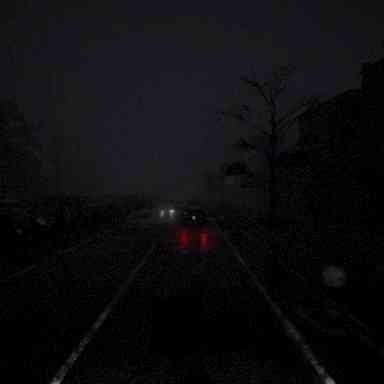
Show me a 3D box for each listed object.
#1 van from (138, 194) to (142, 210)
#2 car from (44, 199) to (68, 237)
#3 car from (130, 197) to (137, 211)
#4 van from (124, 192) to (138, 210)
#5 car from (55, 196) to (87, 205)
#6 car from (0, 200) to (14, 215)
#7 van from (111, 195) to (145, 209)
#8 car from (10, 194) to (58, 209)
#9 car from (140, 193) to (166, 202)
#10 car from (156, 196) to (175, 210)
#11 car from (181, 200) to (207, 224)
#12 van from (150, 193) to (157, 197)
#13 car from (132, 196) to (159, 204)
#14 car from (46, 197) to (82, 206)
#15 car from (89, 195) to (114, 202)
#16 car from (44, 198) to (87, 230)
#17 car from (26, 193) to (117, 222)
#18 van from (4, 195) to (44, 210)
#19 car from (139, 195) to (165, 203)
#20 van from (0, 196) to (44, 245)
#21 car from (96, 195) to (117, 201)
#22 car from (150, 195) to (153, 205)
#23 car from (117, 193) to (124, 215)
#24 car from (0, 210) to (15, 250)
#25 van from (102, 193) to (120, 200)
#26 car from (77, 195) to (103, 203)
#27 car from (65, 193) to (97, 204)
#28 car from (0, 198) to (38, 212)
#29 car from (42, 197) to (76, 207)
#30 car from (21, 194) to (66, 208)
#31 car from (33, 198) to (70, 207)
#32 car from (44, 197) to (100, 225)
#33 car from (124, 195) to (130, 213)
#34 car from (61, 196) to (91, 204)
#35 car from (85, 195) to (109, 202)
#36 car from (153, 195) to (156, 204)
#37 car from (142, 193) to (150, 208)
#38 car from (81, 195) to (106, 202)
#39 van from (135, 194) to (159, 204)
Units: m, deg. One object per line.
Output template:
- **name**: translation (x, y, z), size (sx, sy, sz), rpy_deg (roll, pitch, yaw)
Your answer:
- **van**: translation (-8.997, 1.356, 41.586), size (4.442, 1.987, 1.878), rpy_deg (0, 0, 0)
- **car**: translation (-8.913, 1.389, 16.356), size (4.553, 1.767, 2.185), rpy_deg (0, 0, 0)
- **car**: translation (-8.875, 1.568, 35.978), size (4.892, 1.521, 2.231), rpy_deg (0, 0, 0)
- **van**: translation (-8.998, 1.349, 38.783), size (4.442, 1.987, 1.878), rpy_deg (0, 0, 0)
- **car**: translation (-21.954, 1.579, 60.485), size (5.008, 1.535, 2.097), rpy_deg (0, 0, 0)
- **car**: translation (-21.932, 1.596, 35.499), size (4.792, 1.488, 2.163), rpy_deg (0, 0, 0)
- **van**: translation (-8.997, 1.371, 47.190), size (4.442, 1.987, 1.878), rpy_deg (0, 0, 0)
- **car**: translation (-21.989, 1.344, 46.602), size (5.566, 2.045, 2.435), rpy_deg (0, 0, 0)
- **car**: translation (-8.851, 1.253, 75.233), size (5.566, 2.045, 2.435), rpy_deg (0, 0, 0)
- **car**: translation (-3.271, 1.635, 45.192), size (2.033, 1.411, 5.357), rpy_deg (0, 0, 0)
- **car**: translation (0.137, 1.588, 25.302), size (1.812, 1.442, 4.674), rpy_deg (0, 0, 0)
- **van**: translation (-8.996, 1.360, 58.411), size (4.442, 1.987, 1.878), rpy_deg (0, 0, 0)
- **car**: translation (-8.874, 1.563, 64.021), size (5.008, 1.535, 2.097), rpy_deg (0, 0, 0)
- **car**: translation (-22.144, 1.586, 57.708), size (5.366, 1.575, 1.946), rpy_deg (0, 0, 0)
- **car**: translation (-21.773, 1.478, 79.915), size (5.366, 1.575, 1.946), rpy_deg (0, 0, 0)
- **car**: translation (-8.851, 1.397, 19.159), size (4.553, 1.767, 2.185), rpy_deg (0, 0, 0)
- **car**: translation (-8.853, 1.286, 24.766), size (5.566, 2.045, 2.435), rpy_deg (0, 0, 0)
- **van**: translation (-22.077, 1.363, 43.825), size (4.442, 1.987, 1.878), rpy_deg (0, 0, 0)
- **car**: translation (-8.694, 1.516, 72.430), size (5.366, 1.575, 1.946), rpy_deg (0, 0, 0)
- **van**: translation (-8.766, 1.282, 13.553), size (4.442, 1.987, 1.878), rpy_deg (0, 0, 0)
- **car**: translation (-21.929, 1.482, 85.467), size (4.792, 1.488, 2.163), rpy_deg (0, 0, 0)
- **car**: translation (-8.887, 1.599, 49.998), size (4.892, 1.521, 2.231), rpy_deg (0, 0, 0)
- **car**: translation (-8.853, 1.293, 27.569), size (5.566, 2.045, 2.435), rpy_deg (0, 0, 0)
- **car**: translation (-8.877, 1.500, 10.749), size (5.008, 1.535, 2.097), rpy_deg (0, 0, 0)
- **van**: translation (-22.074, 1.198, 91.016), size (4.442, 1.987, 1.878), rpy_deg (0, 0, 0)
- **car**: translation (-21.964, 1.524, 71.589), size (5.008, 1.535, 2.097), rpy_deg (0, 0, 0)
- **car**: translation (-21.930, 1.302, 66.036), size (5.566, 2.045, 2.435), rpy_deg (0, 0, 0)
- **car**: translation (-22.147, 1.578, 41.050), size (5.366, 1.575, 1.946), rpy_deg (0, 0, 0)
- **car**: translation (-21.930, 1.628, 54.936), size (4.792, 1.488, 2.163), rpy_deg (0, 0, 0)
- **car**: translation (-21.932, 1.347, 49.378), size (5.566, 2.045, 2.435), rpy_deg (0, 0, 0)
- **car**: translation (-21.989, 1.628, 52.153), size (4.792, 1.488, 2.163), rpy_deg (0, 0, 0)
- **car**: translation (-8.851, 1.404, 21.963), size (4.553, 1.767, 2.185), rpy_deg (0, 0, 0)
- **car**: translation (-8.912, 1.434, 33.176), size (4.553, 1.767, 2.185), rpy_deg (0, 0, 0)
- **car**: translation (-21.953, 1.568, 63.263), size (4.892, 1.521, 2.231), rpy_deg (0, 0, 0)
- **car**: translation (-21.988, 1.525, 77.140), size (4.792, 1.488, 2.163), rpy_deg (0, 0, 0)
- **car**: translation (-8.909, 1.625, 55.609), size (4.792, 1.488, 2.163), rpy_deg (0, 0, 0)
- **car**: translation (-8.853, 1.338, 44.390), size (5.566, 2.045, 2.435), rpy_deg (0, 0, 0)
- **car**: translation (-21.965, 1.511, 74.365), size (4.892, 1.521, 2.231), rpy_deg (0, 0, 0)
- **van**: translation (-8.996, 1.323, 66.823), size (4.442, 1.987, 1.878), rpy_deg (0, 0, 0)
